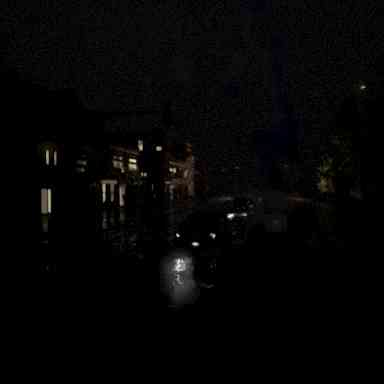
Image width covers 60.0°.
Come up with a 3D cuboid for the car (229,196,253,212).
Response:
[{"bbox_3d":[5.027,1.348,34.723,1.837,1.490,4.892,0,2,12],"label":"car"}]

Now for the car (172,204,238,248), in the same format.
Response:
[{"bbox_3d":[0.668,1.480,14.667,2.033,1.411,5.357,0,1,12],"label":"car"}]
